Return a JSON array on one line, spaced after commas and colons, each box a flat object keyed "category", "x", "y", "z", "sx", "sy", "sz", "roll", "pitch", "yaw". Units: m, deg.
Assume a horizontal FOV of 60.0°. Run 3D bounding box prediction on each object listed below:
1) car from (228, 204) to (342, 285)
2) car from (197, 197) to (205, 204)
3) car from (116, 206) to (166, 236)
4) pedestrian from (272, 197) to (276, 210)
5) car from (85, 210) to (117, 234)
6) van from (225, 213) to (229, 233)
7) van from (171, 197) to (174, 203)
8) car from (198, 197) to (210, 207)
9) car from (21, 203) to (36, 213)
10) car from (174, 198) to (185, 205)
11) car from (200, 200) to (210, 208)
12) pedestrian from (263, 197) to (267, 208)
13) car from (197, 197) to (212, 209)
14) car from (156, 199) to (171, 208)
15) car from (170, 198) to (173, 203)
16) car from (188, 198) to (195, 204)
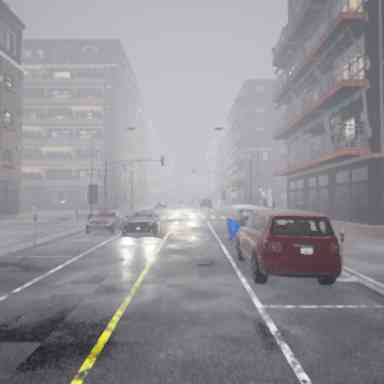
[{"category": "car", "x": 2.539, "y": 1.414, "z": 9.754, "sx": 2.192, "sy": 1.841, "sz": 5.009, "roll": 1, "pitch": -1, "yaw": 0}, {"category": "car", "x": 2.453, "y": 2.376, "z": 92.351, "sx": 2.192, "sy": 1.841, "sz": 5.009, "roll": 1, "pitch": -1, "yaw": 0}, {"category": "car", "x": -2.859, "y": 1.768, "z": 19.637, "sx": 1.994, "sy": 1.385, "sz": 4.181, "roll": 0, "pitch": -1, "yaw": 0}, {"category": "pedestrian", "x": 7.965, "y": 1.367, "z": 32.635, "sx": 0.375, "sy": 1.860, "sz": 0.375, "roll": 1, "pitch": -2, "yaw": 0}, {"category": "car", "x": -5.329, "y": 1.800, "z": 20.857, "sx": 1.802, "sy": 1.307, "sz": 4.206, "roll": 1, "pitch": -1, "yaw": 0}, {"category": "van", "x": 2.530, "y": 1.498, "z": 15.285, "sx": 1.690, "sy": 1.788, "sz": 3.998, "roll": 1, "pitch": -1, "yaw": 0}, {"category": "van", "x": -5.426, "y": 2.402, "z": 92.304, "sx": 1.690, "sy": 1.788, "sz": 3.998, "roll": 1, "pitch": -1, "yaw": 0}, {"category": "car", "x": 2.487, "y": 2.075, "z": 70.119, "sx": 2.192, "sy": 1.841, "sz": 5.009, "roll": 1, "pitch": -1, "yaw": 0}, {"category": "car", "x": -24.509, "y": 2.179, "z": 46.644, "sx": 4.829, "sy": 1.417, "sz": 1.752, "roll": 0, "pitch": -2, "yaw": 0}, {"category": "car", "x": -2.866, "y": 2.495, "z": 84.213, "sx": 1.994, "sy": 1.385, "sz": 4.181, "roll": 0, "pitch": -1, "yaw": 0}, {"category": "car", "x": 2.491, "y": 2.223, "z": 64.722, "sx": 1.752, "sy": 1.417, "sz": 4.829, "roll": 1, "pitch": -1, "yaw": 0}, {"category": "pedestrian", "x": 6.966, "y": 1.440, "z": 32.032, "sx": 0.375, "sy": 1.860, "sz": 0.375, "roll": 1, "pitch": -2, "yaw": 0}, {"category": "car", "x": 2.503, "y": 1.949, "z": 58.995, "sx": 2.192, "sy": 1.841, "sz": 5.009, "roll": 1, "pitch": -1, "yaw": 0}, {"category": "car", "x": -5.381, "y": 2.199, "z": 58.935, "sx": 1.947, "sy": 1.339, "sz": 4.313, "roll": 1, "pitch": -1, "yaw": 0}, {"category": "car", "x": -5.389, "y": 2.261, "z": 64.496, "sx": 1.947, "sy": 1.339, "sz": 4.313, "roll": 1, "pitch": -1, "yaw": 0}, {"category": "car", "x": -0.121, "y": 2.542, "z": 88.154, "sx": 1.994, "sy": 1.385, "sz": 4.181, "roll": 0, "pitch": -1, "yaw": 0}]
